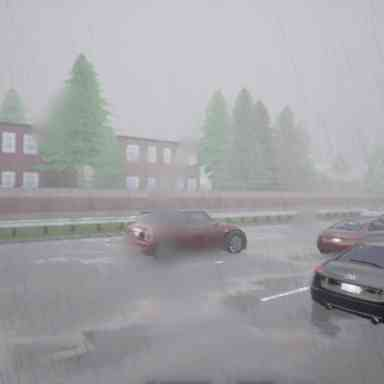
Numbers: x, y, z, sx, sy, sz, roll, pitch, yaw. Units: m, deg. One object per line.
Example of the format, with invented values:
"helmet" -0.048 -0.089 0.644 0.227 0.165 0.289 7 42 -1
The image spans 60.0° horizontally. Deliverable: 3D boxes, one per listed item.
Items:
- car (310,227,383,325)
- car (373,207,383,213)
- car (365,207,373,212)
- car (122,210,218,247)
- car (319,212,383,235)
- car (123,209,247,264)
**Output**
"car" 4.347 1.636 6.850 4.181 1.385 1.994 1 0 -36
"car" 15.098 1.797 23.121 5.357 1.411 2.033 1 0 -36
"car" 16.506 1.892 28.424 4.718 1.301 1.895 1 0 -36
"car" -0.983 1.645 15.946 4.181 1.385 1.994 1 0 -36
"car" 6.707 1.689 12.833 4.181 1.385 1.994 1 0 -36
"car" -0.114 1.419 12.266 4.553 1.767 2.097 1 0 -36
